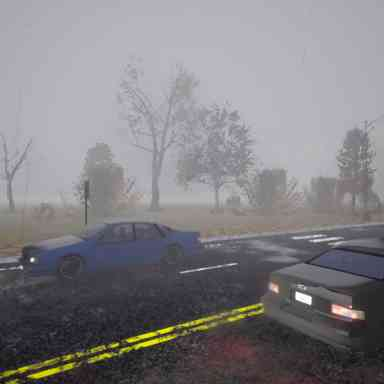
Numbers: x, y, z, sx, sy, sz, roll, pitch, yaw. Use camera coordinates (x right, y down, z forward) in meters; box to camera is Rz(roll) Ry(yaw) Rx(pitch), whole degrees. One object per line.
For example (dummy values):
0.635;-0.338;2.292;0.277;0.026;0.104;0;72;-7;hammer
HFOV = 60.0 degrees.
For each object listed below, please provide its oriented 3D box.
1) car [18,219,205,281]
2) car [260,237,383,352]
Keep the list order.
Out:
-2.169;1.547;10.042;5.357;1.411;2.033;0;0;-34;car
3.734;1.546;5.979;5.357;1.411;2.033;0;0;-31;car
